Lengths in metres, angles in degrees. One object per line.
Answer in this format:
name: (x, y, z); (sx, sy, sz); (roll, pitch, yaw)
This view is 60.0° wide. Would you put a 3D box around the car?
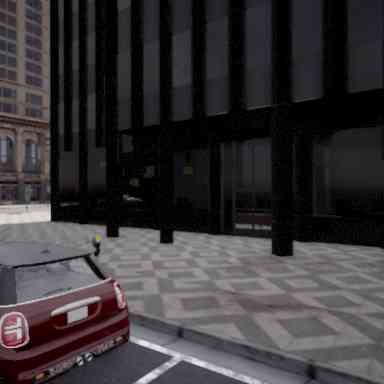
car: (-2.924, 1.479, 5.038); (4.097, 1.590, 1.967); (-1, 0, 35)
